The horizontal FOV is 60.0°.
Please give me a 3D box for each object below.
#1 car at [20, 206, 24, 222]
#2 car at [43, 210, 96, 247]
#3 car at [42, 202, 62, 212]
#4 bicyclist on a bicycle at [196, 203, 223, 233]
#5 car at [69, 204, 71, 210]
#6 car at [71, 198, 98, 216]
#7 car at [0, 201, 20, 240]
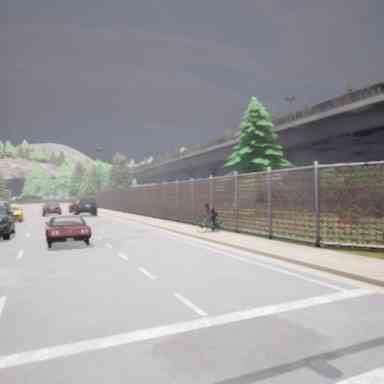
[{"bbox_3d":[-16.987,2.033,31.438,1.882,1.535,5.008,-1,0,-24],"label":"car"},{"bbox_3d":[-6.237,1.829,16.526,1.895,1.301,4.718,-1,-1,-24],"label":"car"},{"bbox_3d":[-17.317,1.999,41.142,2.097,1.767,4.553,-1,-1,-24],"label":"car"},{"bbox_3d":[0.977,1.413,18.196,1.656,1.620,0.582,-1,0,-24],"label":"bicyclist on a bicycle"},{"bbox_3d":[-16.585,2.170,47.811,1.882,1.535,5.008,-1,0,-24],"label":"car"},{"bbox_3d":[-12.224,1.750,38.201,2.150,2.045,5.566,-1,-1,-23],"label":"car"},{"bbox_3d":[-11.421,1.561,18.996,2.150,2.045,5.566,-1,0,-24],"label":"car"}]
